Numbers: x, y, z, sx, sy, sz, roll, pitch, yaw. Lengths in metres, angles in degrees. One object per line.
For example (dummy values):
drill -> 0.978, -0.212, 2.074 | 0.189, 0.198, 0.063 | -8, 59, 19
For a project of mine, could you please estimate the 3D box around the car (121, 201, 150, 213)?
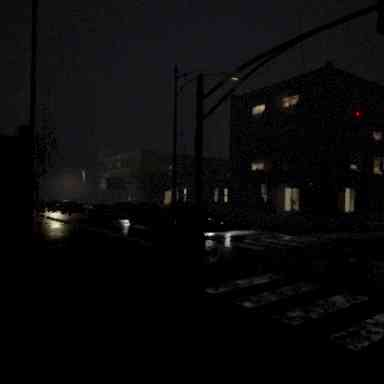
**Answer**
car -> -7.483, 1.936, 43.539 | 2.008, 1.369, 4.403 | 1, -1, -35

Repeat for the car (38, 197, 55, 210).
car -> -21.864, 1.873, 49.158 | 1.752, 1.417, 4.829 | 1, -1, -35

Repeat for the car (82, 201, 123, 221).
car -> -7.723, 1.713, 28.825 | 1.802, 1.307, 4.206 | 1, -1, -35

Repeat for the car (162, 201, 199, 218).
car -> -1.275, 1.732, 34.680 | 1.967, 1.590, 4.097 | 1, -1, -35

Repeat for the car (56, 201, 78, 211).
car -> -18.427, 1.978, 49.028 | 1.895, 1.301, 4.718 | 1, -1, -35

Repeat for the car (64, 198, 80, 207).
car -> -24.386, 2.082, 67.484 | 1.967, 1.590, 4.097 | 1, -1, -35

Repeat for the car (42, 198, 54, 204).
car -> -37.171, 2.369, 85.756 | 1.752, 1.417, 4.829 | 1, -1, -35

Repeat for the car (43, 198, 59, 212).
car -> -17.185, 1.825, 42.399 | 2.008, 1.369, 4.403 | 1, -1, -35

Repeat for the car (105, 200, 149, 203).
car -> -6.242, 1.692, 31.468 | 1.837, 1.490, 4.892 | 1, 0, -35

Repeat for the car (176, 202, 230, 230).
car -> 0.471, 1.617, 21.870 | 1.812, 1.442, 4.674 | 1, -1, -35

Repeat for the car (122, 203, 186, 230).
car -> -2.562, 1.600, 21.451 | 1.887, 1.381, 4.507 | 1, -1, -35

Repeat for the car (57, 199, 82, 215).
car -> -12.883, 1.774, 36.201 | 1.947, 1.339, 4.313 | 1, -1, -35
